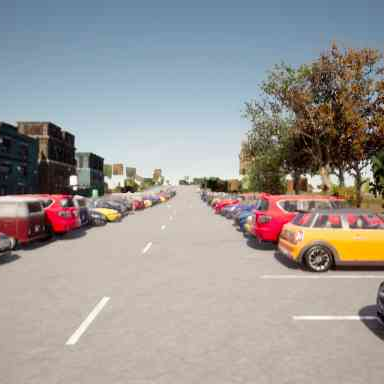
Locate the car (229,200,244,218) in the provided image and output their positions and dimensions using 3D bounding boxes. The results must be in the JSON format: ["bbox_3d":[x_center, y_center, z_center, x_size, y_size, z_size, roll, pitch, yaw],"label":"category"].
[{"bbox_3d":[5.010,1.462,21.073,4.792,1.488,2.163,0,0,0],"label":"car"}]

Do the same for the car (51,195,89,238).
[{"bbox_3d":[-8.068,1.177,15.494,5.566,2.045,2.435,0,0,0],"label":"car"}]

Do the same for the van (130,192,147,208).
[{"bbox_3d":[-8.157,1.198,40.607,4.442,1.987,1.878,0,0,0],"label":"van"}]

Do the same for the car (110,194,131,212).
[{"bbox_3d":[-8.071,1.305,29.412,4.553,1.767,2.185,0,0,0],"label":"car"}]

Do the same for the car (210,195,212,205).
[{"bbox_3d":[5.035,1.426,40.567,5.008,1.535,2.097,0,0,0],"label":"car"}]

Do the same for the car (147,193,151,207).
[{"bbox_3d":[-8.071,1.295,43.328,4.553,1.767,2.185,0,0,0],"label":"car"}]

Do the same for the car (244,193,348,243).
[{"bbox_3d":[5.069,1.179,12.842,5.566,2.045,2.435,0,0,0],"label":"car"}]

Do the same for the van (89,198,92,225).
[{"bbox_3d":[-8.156,1.203,18.277,4.442,1.987,1.878,0,0,0],"label":"van"}]

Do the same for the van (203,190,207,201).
[{"bbox_3d":[4.924,1.161,65.631,4.442,1.987,1.878,0,0,0],"label":"van"}]

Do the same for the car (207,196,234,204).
[{"bbox_3d":[5.043,1.438,60.062,4.674,1.452,2.002,0,0,0],"label":"car"}]

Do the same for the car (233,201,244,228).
[{"bbox_3d":[5.046,1.432,18.286,5.008,1.535,2.097,0,0,0],"label":"car"}]

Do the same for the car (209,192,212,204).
[{"bbox_3d":[5.009,1.295,46.137,4.553,1.767,2.185,0,0,0],"label":"car"}]

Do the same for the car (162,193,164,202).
[{"bbox_3d":[-8.033,1.397,60.029,4.892,1.521,2.231,0,0,0],"label":"car"}]

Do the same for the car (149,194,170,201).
[{"bbox_3d":[-8.046,1.310,82.307,5.008,1.535,2.097,0,1,0],"label":"car"}]

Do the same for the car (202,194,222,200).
[{"bbox_3d":[5.046,1.276,85.266,5.008,1.535,2.097,0,1,0],"label":"car"}]

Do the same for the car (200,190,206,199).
[{"bbox_3d":[5.012,1.129,68.416,5.566,2.045,2.435,0,0,0],"label":"car"}]

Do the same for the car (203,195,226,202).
[{"bbox_3d":[5.035,1.368,74.110,5.008,1.535,2.097,0,0,0],"label":"car"}]

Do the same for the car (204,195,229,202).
[{"bbox_3d":[5.225,1.372,71.201,5.366,1.575,1.946,0,0,0],"label":"car"}]

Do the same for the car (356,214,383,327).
[{"bbox_3d":[5.072,1.301,4.487,4.553,1.767,2.185,0,0,0],"label":"car"}]

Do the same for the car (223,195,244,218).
[{"bbox_3d":[5.072,1.307,26.641,4.553,1.767,2.185,0,0,0],"label":"car"}]

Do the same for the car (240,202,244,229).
[{"bbox_3d":[5.226,1.428,15.627,5.366,1.575,1.946,0,0,0],"label":"car"}]

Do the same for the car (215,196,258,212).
[{"bbox_3d":[5.008,1.303,37.783,4.553,1.767,2.185,0,0,0],"label":"car"}]

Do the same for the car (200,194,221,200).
[{"bbox_3d":[4.855,1.229,88.055,5.366,1.575,1.946,0,1,0],"label":"car"}]

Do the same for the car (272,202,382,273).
[{"bbox_3d":[5.009,1.303,9.932,4.553,1.767,2.185,0,0,0],"label":"car"}]

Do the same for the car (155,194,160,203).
[{"bbox_3d":[-8.045,1.410,51.679,5.008,1.535,2.097,0,0,0],"label":"car"}]

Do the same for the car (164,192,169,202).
[{"bbox_3d":[-7.854,1.381,65.595,5.366,1.575,1.946,0,0,0],"label":"car"}]

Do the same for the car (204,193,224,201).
[{"bbox_3d":[5.071,1.232,76.895,4.553,1.767,2.185,0,0,0],"label":"car"}]

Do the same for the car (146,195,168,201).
[{"bbox_3d":[-8.069,1.385,76.730,4.792,1.488,2.163,0,0,0],"label":"car"}]

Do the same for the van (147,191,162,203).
[{"bbox_3d":[-7.923,1.175,57.244,4.442,1.987,1.878,0,0,0],"label":"van"}]

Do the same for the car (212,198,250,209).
[{"bbox_3d":[5.043,1.464,43.352,4.674,1.452,2.002,0,0,0],"label":"car"}]

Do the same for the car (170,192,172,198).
[{"bbox_3d":[-8.045,1.337,79.517,5.008,1.535,2.097,0,0,0],"label":"car"}]

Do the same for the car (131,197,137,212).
[{"bbox_3d":[-8.037,1.469,32.195,4.674,1.452,2.002,0,0,0],"label":"car"}]

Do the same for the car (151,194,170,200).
[{"bbox_3d":[-8.037,1.316,85.096,4.674,1.452,2.002,0,1,0],"label":"car"}]

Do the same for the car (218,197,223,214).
[{"bbox_3d":[5.046,1.434,29.427,4.892,1.521,2.231,0,0,0],"label":"car"}]

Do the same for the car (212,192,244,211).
[{"bbox_3d":[5.012,1.180,32.211,5.566,2.045,2.435,0,0,0],"label":"car"}]

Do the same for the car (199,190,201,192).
[{"bbox_3d":[5.068,1.060,82.474,5.566,2.045,2.435,0,1,0],"label":"car"}]

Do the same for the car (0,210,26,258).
[{"bbox_3d":[-8.046,1.427,9.928,4.892,1.521,2.231,0,0,0],"label":"car"}]

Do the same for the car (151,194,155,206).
[{"bbox_3d":[-8.225,1.415,46.111,5.366,1.575,1.946,0,0,0],"label":"car"}]

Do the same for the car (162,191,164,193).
[{"bbox_3d":[-8.071,1.264,62.937,4.553,1.767,2.185,0,0,0],"label":"car"}]

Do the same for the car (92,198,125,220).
[{"bbox_3d":[-7.854,1.427,23.844,5.366,1.575,1.946,0,0,0],"label":"car"}]

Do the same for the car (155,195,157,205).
[{"bbox_3d":[-8.037,1.455,48.894,4.674,1.452,2.002,0,0,0],"label":"car"}]

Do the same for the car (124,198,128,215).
[{"bbox_3d":[-8.033,1.431,26.627,4.892,1.521,2.231,0,0,0],"label":"car"}]

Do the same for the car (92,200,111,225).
[{"bbox_3d":[-8.046,1.431,21.061,4.892,1.521,2.231,0,0,0],"label":"car"}]

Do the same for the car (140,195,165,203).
[{"bbox_3d":[-8.045,1.378,68.378,5.008,1.535,2.097,0,0,0],"label":"car"}]

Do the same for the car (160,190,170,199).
[{"bbox_3d":[-8.011,1.121,71.161,5.566,2.045,2.435,0,0,0],"label":"car"}]

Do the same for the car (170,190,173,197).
[{"bbox_3d":[-8.008,1.107,87.881,4.553,1.767,2.185,0,1,0],"label":"car"}]

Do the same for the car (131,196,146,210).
[{"bbox_3d":[-8.069,1.456,37.761,4.792,1.488,2.163,0,0,0],"label":"car"}]

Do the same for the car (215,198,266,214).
[{"bbox_3d":[5.045,1.430,34.998,5.008,1.535,2.097,0,0,0],"label":"car"}]

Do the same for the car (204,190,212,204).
[{"bbox_3d":[5.012,1.166,48.921,5.566,2.045,2.435,0,0,0],"label":"car"}]

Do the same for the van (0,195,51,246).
[{"bbox_3d":[-8.156,1.201,12.835,4.442,1.987,1.878,0,0,0],"label":"van"}]

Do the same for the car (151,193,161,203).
[{"bbox_3d":[-8.034,1.405,54.462,5.008,1.535,2.097,0,0,0],"label":"car"}]
